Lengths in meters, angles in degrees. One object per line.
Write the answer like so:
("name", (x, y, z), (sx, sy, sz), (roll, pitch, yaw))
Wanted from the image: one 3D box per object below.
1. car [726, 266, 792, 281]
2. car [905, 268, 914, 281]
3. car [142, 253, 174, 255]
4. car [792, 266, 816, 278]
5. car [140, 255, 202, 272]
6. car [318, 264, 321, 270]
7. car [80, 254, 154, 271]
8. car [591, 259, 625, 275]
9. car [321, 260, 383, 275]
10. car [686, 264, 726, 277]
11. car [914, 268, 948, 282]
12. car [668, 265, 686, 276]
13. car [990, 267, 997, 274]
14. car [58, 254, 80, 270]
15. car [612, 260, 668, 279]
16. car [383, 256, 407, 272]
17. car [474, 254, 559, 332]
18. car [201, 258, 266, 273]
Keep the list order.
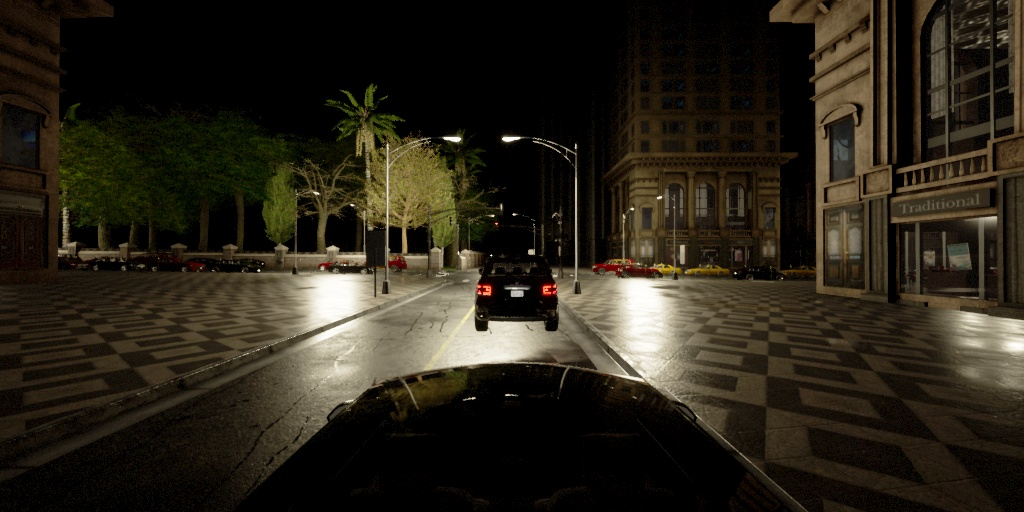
("car", (22.976, 1.659, 33.505), (4.313, 1.339, 1.948), (0, 0, 0))
("car", (34.055, 1.802, 33.457), (4.313, 1.339, 1.948), (0, 0, 0))
("car", (-42.535, 0.507, 42.313), (5.009, 1.841, 2.192), (0, 0, 0))
("car", (33.914, 1.811, 41.983), (4.829, 1.417, 1.751), (0, 0, 0))
("car", (-31.514, 0.859, 33.740), (4.507, 1.381, 1.888), (0, 0, 0))
("car", (-20.440, 1.076, 42.218), (4.507, 1.381, 1.888), (0, 0, 0))
("car", (-37.037, 0.780, 33.764), (4.403, 1.370, 2.007), (0, 0, 0))
("car", (11.922, 1.310, 42.078), (5.009, 1.841, 2.192), (0, 0, 0))
("car", (-14.941, 1.113, 33.669), (4.403, 1.370, 2.007), (0, 0, 0))
("car", (22.833, 1.669, 42.031), (4.829, 1.417, 1.751), (0, 0, 0))
("car", (39.596, 1.888, 33.433), (4.207, 1.307, 1.802), (0, 0, 0))
("car", (17.293, 1.595, 42.055), (4.829, 1.417, 1.751), (0, 0, 0))
("car", (45.137, 1.813, 33.409), (4.097, 1.591, 1.967), (0, 0, 0))
("car", (-42.561, 0.725, 33.788), (4.207, 1.307, 1.802), (0, 0, 0))
("car", (11.896, 1.385, 33.553), (4.097, 1.591, 1.967), (0, 0, 0))
("car", (-14.916, 0.927, 42.194), (5.009, 1.841, 2.192), (0, 0, 0))
("car", (0.115, 0.973, 11.061), (2.150, 2.045, 5.566), (0, 0, 0))
("car", (-25.989, 0.964, 33.716), (4.313, 1.339, 1.948), (0, 0, 0))
